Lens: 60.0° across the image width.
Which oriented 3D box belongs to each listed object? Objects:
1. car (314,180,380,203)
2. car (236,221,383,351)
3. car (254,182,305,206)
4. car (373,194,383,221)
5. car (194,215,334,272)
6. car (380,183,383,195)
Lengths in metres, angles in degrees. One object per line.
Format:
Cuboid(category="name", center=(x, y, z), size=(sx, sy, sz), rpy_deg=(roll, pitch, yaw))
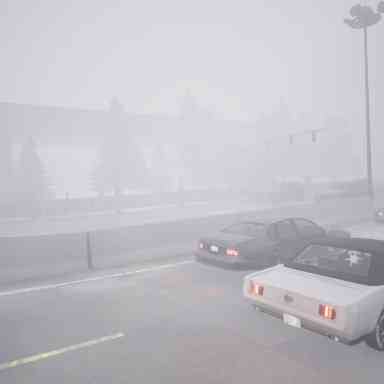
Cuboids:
Cuboid(category="car", center=(11.614, 0.173, 25.295), size=(5.566, 2.045, 2.150), rpy_deg=(-4, 2, -36))
Cuboid(category="car", center=(3.244, 1.506, 6.086), size=(4.718, 1.301, 1.895), rpy_deg=(-2, 1, -36))
Cuboid(category="car", center=(8.408, 0.110, 31.614), size=(5.566, 2.045, 2.150), rpy_deg=(-4, 2, -36))
Cuboid(category="car", center=(10.756, 0.868, 15.802), size=(5.357, 1.411, 2.033), rpy_deg=(-4, 2, -36))
Cuboid(category="car", center=(2.608, 1.400, 9.938), size=(5.357, 1.411, 2.033), rpy_deg=(-3, 1, -36))
Cuboid(category="car", center=(19.491, -0.240, 35.284), size=(5.357, 1.411, 2.033), rpy_deg=(-4, 2, -36))
